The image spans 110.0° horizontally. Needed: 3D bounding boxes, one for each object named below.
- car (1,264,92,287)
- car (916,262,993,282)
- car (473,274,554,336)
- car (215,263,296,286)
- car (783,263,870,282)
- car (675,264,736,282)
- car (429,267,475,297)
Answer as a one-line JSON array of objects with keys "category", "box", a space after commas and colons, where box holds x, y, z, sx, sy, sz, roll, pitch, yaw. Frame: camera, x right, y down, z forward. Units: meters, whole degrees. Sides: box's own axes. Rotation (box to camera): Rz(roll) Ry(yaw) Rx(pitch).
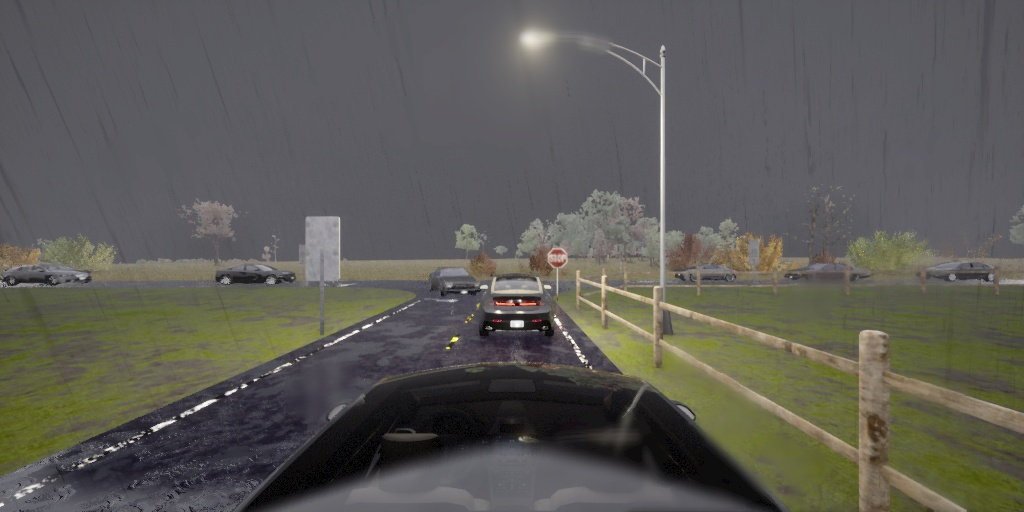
[{"category": "car", "box": [-32.670, 1.331, 25.266, 4.902, 1.511, 2.128, 0, 0, 1]}, {"category": "car", "box": [34.213, 1.180, 27.581, 4.892, 1.490, 1.837, 0, 0, 1]}, {"category": "car", "box": [0.113, 1.255, 10.359, 1.837, 1.490, 4.892, 0, 0, 0]}, {"category": "car", "box": [-17.873, 1.273, 25.125, 5.008, 1.535, 1.882, 0, 0, 1]}, {"category": "car", "box": [24.232, 1.236, 27.681, 5.357, 1.411, 2.033, 0, 0, 1]}, {"category": "car", "box": [14.936, 1.272, 27.771, 4.181, 1.385, 1.994, 0, 0, 0]}, {"category": "car", "box": [-3.194, 1.296, 19.148, 2.033, 1.411, 5.357, 0, 0, -22]}]
